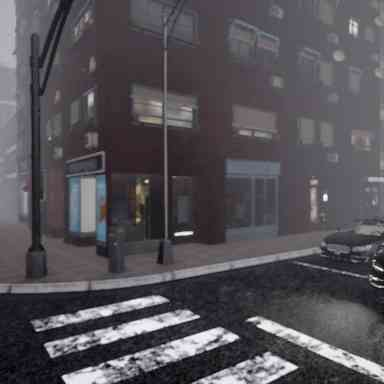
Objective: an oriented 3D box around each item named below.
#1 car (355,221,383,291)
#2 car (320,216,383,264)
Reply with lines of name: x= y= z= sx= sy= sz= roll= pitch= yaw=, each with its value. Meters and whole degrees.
car: x=5.987 y=1.469 z=7.647 sx=4.892 sy=1.490 sz=1.837 roll=0 pitch=0 yaw=-36
car: x=5.952 y=1.505 z=10.808 sx=4.403 sy=1.369 sz=2.008 roll=0 pitch=0 yaw=-36
